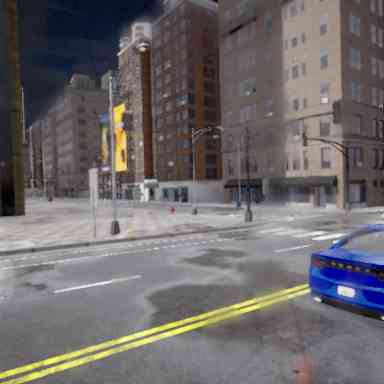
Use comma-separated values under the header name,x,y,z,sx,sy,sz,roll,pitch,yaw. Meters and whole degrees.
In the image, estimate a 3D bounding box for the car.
name,x,y,z,sx,sy,sz,roll,pitch,yaw
car,4.406,1.353,6.602,5.008,1.535,1.882,-1,1,-36
